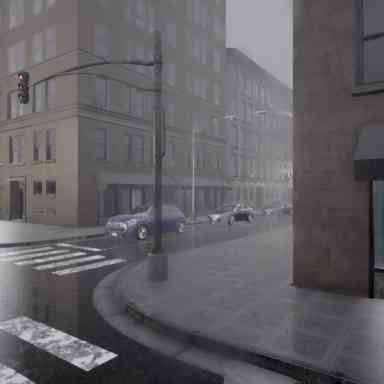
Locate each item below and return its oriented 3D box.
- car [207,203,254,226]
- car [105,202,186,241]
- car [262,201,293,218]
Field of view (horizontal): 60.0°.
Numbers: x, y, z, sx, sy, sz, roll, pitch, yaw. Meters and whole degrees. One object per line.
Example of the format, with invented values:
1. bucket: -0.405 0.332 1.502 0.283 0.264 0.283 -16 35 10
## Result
1. car: 2.984 1.622 24.967 2.128 1.511 4.902 0 0 35
2. car: -2.333 1.432 17.530 2.097 1.767 4.553 0 0 36
3. car: 8.496 1.674 32.719 2.128 1.511 4.902 0 0 36
